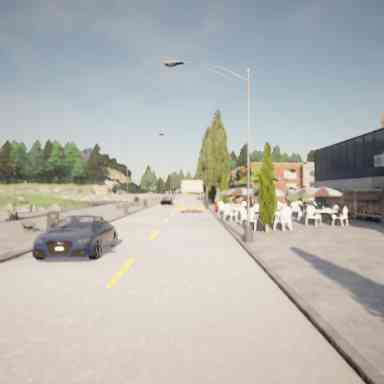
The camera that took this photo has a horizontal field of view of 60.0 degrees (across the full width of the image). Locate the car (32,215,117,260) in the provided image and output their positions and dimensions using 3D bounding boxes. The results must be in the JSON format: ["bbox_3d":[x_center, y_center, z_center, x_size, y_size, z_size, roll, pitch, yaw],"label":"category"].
[{"bbox_3d":[-4.099,1.555,12.255,1.994,1.385,4.181,0,0,0],"label":"car"}]

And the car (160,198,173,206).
[{"bbox_3d":[-4.063,1.562,53.986,1.895,1.301,4.718,0,0,0],"label":"car"}]

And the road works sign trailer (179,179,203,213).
[{"bbox_3d":[0.001,0.439,35.403,2.380,3.560,2.880,0,0,0],"label":"road works sign trailer"}]
